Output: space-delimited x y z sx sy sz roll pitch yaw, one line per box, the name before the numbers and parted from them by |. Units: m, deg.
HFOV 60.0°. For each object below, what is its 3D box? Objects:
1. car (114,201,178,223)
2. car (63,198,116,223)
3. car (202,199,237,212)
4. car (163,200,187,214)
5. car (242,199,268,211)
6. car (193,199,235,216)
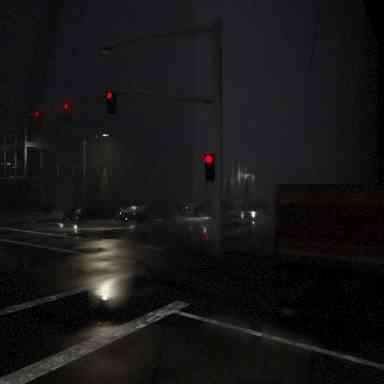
car | -3.483 1.656 25.994 1.895 1.301 4.718 0 0 36
car | -7.748 1.407 26.047 2.097 1.767 4.553 0 0 36
car | 3.537 1.603 41.789 2.033 1.411 5.357 0 0 35
car | -2.425 1.560 33.475 1.837 1.490 4.892 0 0 36
car | 8.015 1.581 42.007 1.812 1.442 4.674 0 0 36
car | 2.039 1.533 33.693 1.882 1.535 5.008 0 0 35
